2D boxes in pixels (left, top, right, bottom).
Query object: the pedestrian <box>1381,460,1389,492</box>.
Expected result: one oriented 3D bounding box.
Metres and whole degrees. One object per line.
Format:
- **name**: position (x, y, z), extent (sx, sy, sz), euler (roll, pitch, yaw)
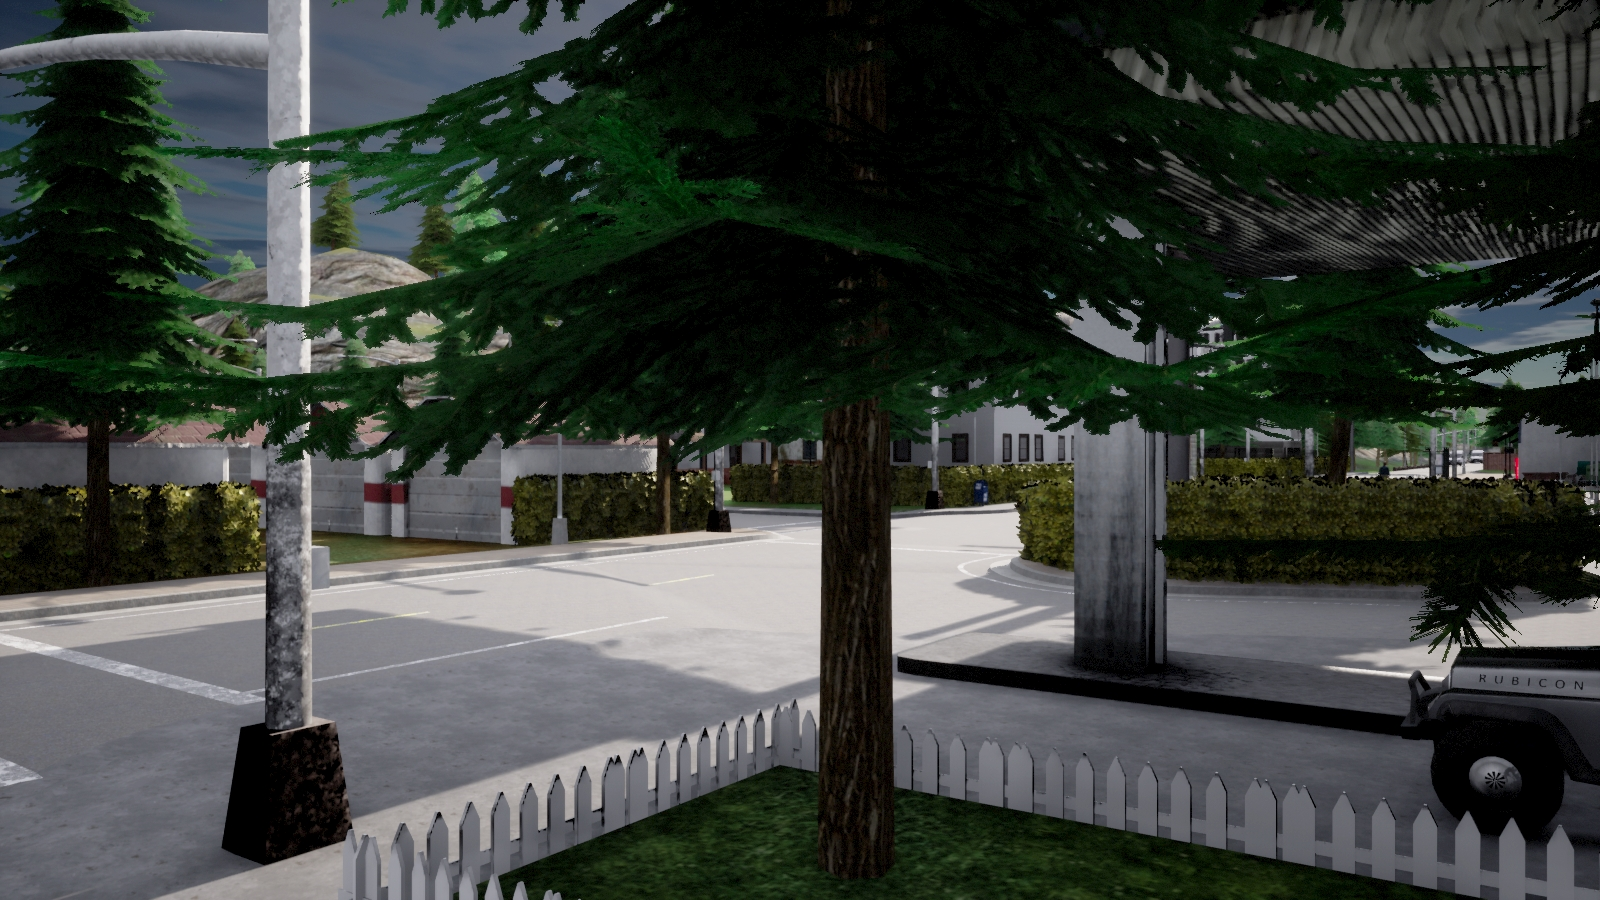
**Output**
- **pedestrian**: position (33.897, 1.502, 66.226), extent (0.375, 1.860, 0.375), euler (0, 0, 34)
